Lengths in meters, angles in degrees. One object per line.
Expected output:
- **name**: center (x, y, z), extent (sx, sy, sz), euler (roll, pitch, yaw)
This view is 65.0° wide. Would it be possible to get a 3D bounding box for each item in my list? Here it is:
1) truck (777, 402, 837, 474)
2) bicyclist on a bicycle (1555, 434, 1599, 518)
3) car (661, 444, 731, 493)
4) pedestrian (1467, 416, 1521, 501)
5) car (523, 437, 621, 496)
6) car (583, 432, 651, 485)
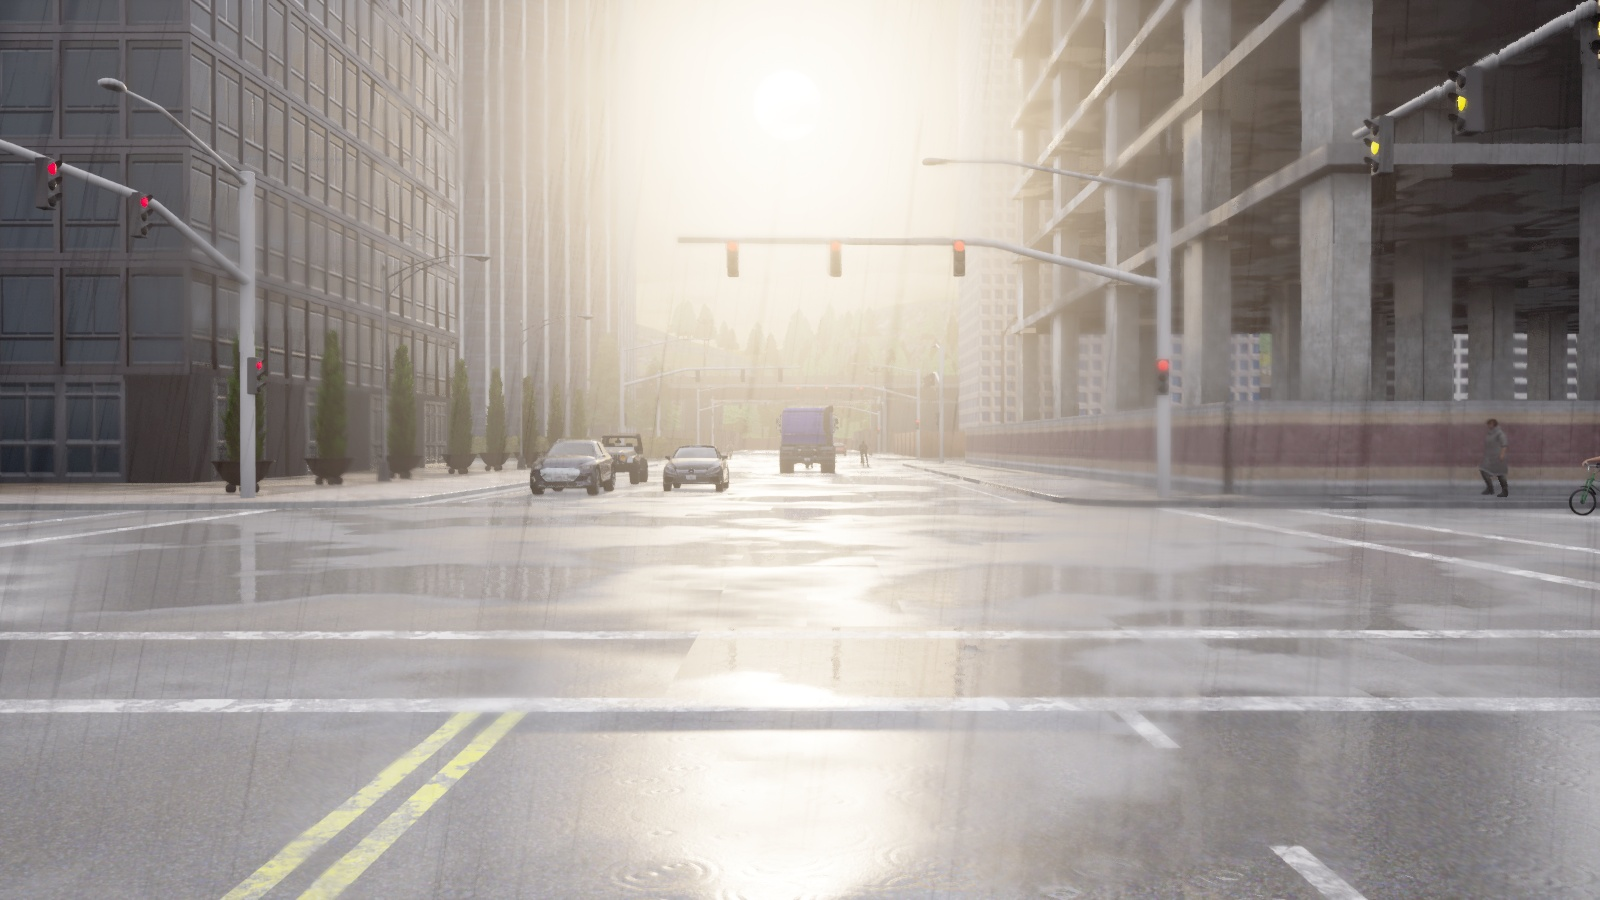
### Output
- **truck**: center (0.376, -0.599, 64.556), extent (2.891, 3.462, 7.936), euler (0, 0, 0)
- **bicyclist on a bicycle**: center (15.731, 0.502, 24.463), extent (1.509, 1.612, 0.866), euler (0, 0, 0)
- **car**: center (-3.261, 0.543, 40.083), extent (1.812, 1.442, 4.674), euler (0, 0, 0)
- **pedestrian**: center (16.294, 0.197, 29.487), extent (0.873, 1.952, 0.659), euler (0, 0, -4)
- **car**: center (-6.774, 0.457, 37.851), extent (2.033, 1.649, 4.856), euler (0, 0, 0)
- **car**: center (-6.726, 0.274, 46.513), extent (1.905, 1.878, 3.866), euler (0, 0, 0)
